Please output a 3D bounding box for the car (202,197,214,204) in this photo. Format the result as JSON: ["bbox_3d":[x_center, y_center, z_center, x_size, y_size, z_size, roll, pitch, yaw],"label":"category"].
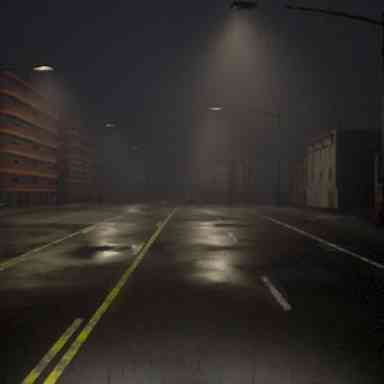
[{"bbox_3d":[3.476,1.822,67.966,1.895,1.301,4.718,0,-1,0],"label":"car"}]

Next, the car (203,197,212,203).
[{"bbox_3d":[3.472,1.797,77.015,1.812,1.442,4.674,0,-1,0],"label":"car"}]

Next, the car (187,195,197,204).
[{"bbox_3d":[-0.024,1.783,67.910,1.994,1.385,4.181,0,-1,0],"label":"car"}]
